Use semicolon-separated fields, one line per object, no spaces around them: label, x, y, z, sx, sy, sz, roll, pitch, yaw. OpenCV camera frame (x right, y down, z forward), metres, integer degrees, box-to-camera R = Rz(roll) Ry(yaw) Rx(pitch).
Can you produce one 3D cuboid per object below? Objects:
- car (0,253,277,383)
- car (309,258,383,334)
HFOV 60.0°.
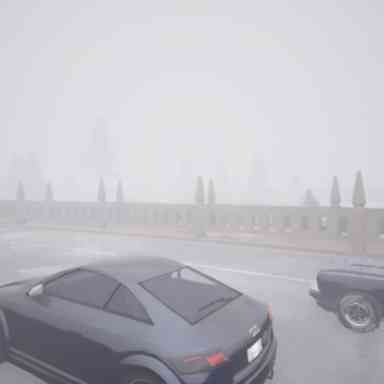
car;-1.048;1.549;4.432;4.181;1.385;1.994;0;0;33
car;4.354;1.574;5.039;4.718;1.301;1.895;0;0;36
